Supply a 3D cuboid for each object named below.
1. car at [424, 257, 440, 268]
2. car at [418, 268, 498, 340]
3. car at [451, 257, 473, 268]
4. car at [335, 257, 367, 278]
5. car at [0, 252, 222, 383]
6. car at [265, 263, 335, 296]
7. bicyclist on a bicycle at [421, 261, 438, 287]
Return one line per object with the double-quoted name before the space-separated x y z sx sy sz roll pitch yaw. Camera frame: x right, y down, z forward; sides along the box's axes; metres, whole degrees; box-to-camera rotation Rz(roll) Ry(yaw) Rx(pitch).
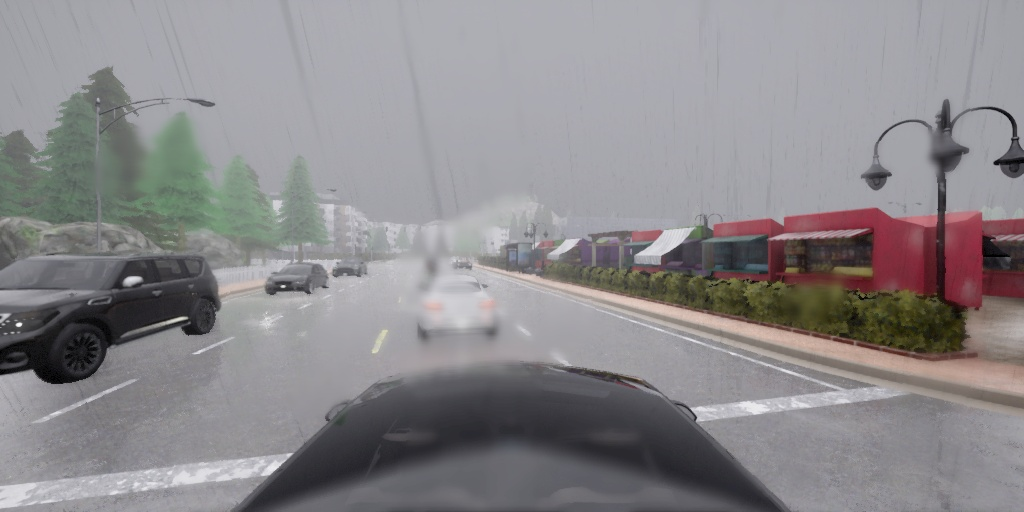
"car" -11.309 0.900 50.810 1.837 1.490 4.892 0 0 -13
"car" -1.560 1.225 9.848 1.812 1.442 4.674 0 0 -13
"car" -6.014 1.049 43.798 1.895 1.301 4.718 0 0 -13
"car" -13.931 0.893 30.967 2.097 1.767 4.553 0 0 -13
"car" -8.251 0.941 7.138 2.150 2.045 5.566 0 0 -14
"car" -11.022 1.137 18.750 1.837 1.490 4.892 0 0 -13
"bicyclist on a bicycle" -4.483 1.079 19.671 0.582 1.620 1.656 0 1 24
